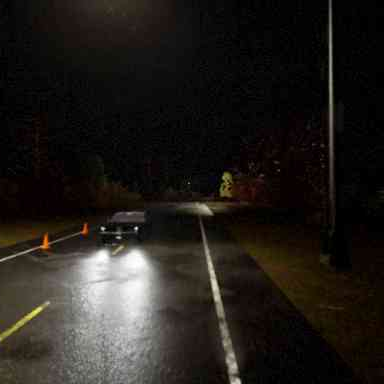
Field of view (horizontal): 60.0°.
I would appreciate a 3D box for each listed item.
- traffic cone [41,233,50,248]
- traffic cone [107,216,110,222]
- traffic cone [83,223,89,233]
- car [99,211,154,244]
[{"bbox_3d":[-6.060,2.018,13.820,0.340,0.580,0.340,0,0,0],"label":"traffic cone"},{"bbox_3d":[-5.984,2.043,23.821,0.340,0.580,0.340,0,0,0],"label":"traffic cone"},{"bbox_3d":[-6.022,2.030,18.820,0.340,0.580,0.340,0,0,0],"label":"traffic cone"},{"bbox_3d":[-3.092,1.652,16.418,1.895,1.301,4.718,0,0,0],"label":"car"}]
